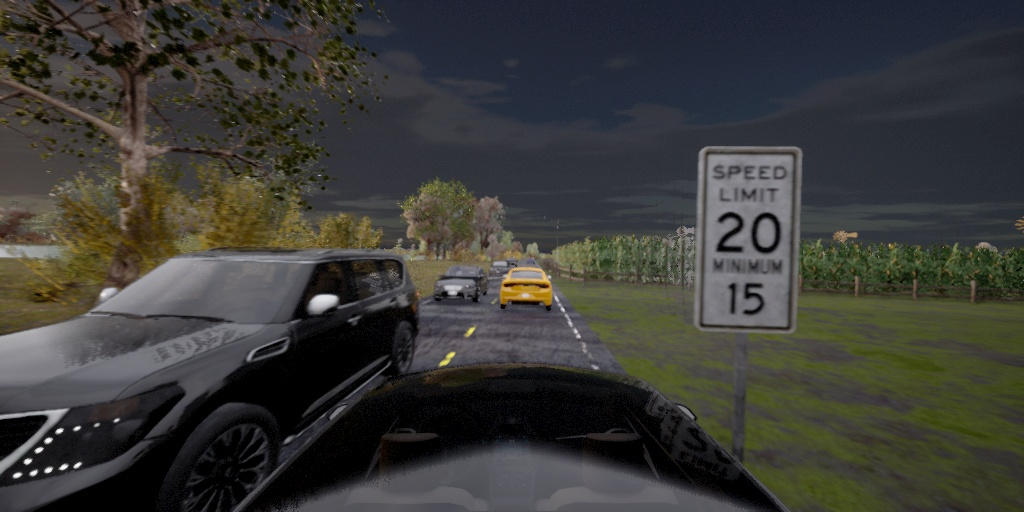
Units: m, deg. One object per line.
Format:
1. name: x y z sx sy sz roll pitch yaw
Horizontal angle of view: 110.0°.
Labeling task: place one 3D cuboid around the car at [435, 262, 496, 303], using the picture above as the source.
1. car: -2.160 1.161 16.317 2.128 1.511 4.902 1 0 3

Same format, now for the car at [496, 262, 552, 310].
1. car: 0.612 1.215 14.898 1.882 1.535 5.008 1 0 3

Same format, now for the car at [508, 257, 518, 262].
1. car: -0.028 0.908 52.902 2.033 1.411 5.357 1 0 3

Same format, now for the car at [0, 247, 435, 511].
1. car: -2.840 0.902 4.298 2.150 2.045 5.566 1 0 4

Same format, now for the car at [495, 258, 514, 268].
1. car: -1.103 1.183 34.585 1.812 1.442 4.674 1 0 4
